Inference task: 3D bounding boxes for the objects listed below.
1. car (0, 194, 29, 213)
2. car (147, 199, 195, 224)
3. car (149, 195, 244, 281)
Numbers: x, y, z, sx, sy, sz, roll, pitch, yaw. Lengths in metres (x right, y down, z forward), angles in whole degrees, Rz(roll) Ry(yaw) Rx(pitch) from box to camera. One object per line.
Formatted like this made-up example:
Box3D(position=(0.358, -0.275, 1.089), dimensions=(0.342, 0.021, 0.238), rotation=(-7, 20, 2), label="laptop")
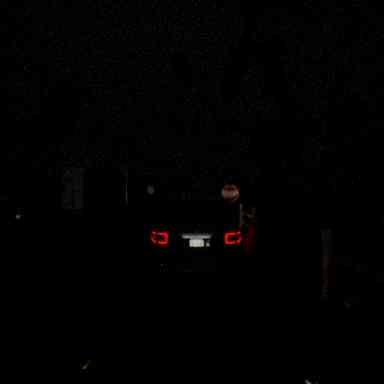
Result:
Box3D(position=(-15.604, 0.832, 26.372), dimensions=(5.008, 1.535, 1.882), rotation=(1, 0, 0), label="car")
Box3D(position=(-1.581, 1.260, 23.061), dimensions=(1.895, 1.301, 4.718), rotation=(1, 1, -22), label="car")
Box3D(position=(0.102, 1.086, 9.530), dimensions=(2.150, 2.045, 5.566), rotation=(0, 1, 0), label="car")
